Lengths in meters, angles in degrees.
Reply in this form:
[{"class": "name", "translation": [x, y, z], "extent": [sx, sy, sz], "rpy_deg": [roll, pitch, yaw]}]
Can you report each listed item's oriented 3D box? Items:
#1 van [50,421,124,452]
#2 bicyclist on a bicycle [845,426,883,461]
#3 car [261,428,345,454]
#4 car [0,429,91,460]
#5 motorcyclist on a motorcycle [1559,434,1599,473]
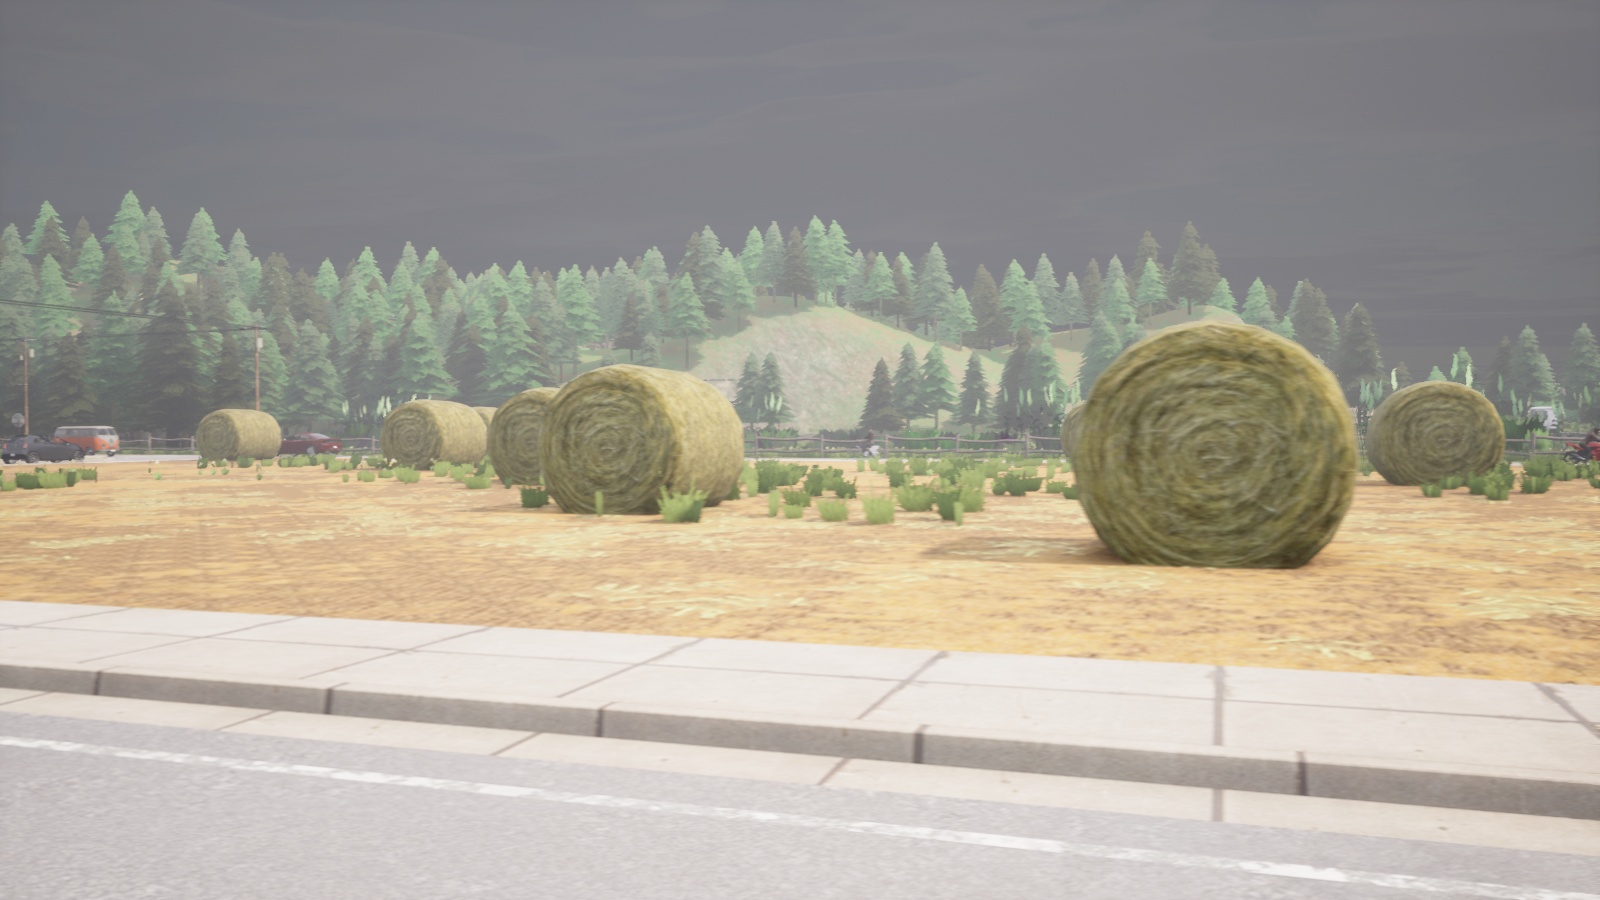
[{"class": "van", "translation": [-46.016, -0.899, 81.025], "extent": [4.442, 1.987, 1.775], "rpy_deg": [1, 1, 22]}, {"class": "bicyclist on a bicycle", "translation": [3.283, -0.331, 64.479], "extent": [1.843, 1.776, 0.659], "rpy_deg": [1, 1, 22]}, {"class": "car", "translation": [-31.129, -0.577, 78.673], "extent": [5.008, 1.535, 1.882], "rpy_deg": [1, 1, 22]}, {"class": "car", "translation": [-37.643, -0.277, 62.640], "extent": [1.845, 1.501, 3.633], "rpy_deg": [1, 1, 20]}, {"class": "motorcyclist on a motorcycle", "translation": [31.035, 0.129, 49.248], "extent": [2.044, 1.523, 0.797], "rpy_deg": [1, 1, 22]}]
